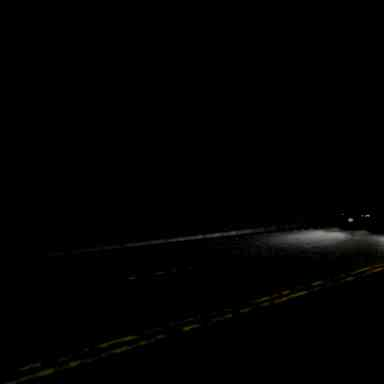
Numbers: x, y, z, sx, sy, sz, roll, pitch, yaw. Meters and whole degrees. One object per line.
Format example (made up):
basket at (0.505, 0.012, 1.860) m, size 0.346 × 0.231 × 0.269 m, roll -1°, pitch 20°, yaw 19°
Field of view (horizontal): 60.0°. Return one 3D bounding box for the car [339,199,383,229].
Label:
car at (10.429, 1.191, 19.188) m, size 4.902 × 1.511 × 2.128 m, roll -1°, pitch 1°, yaw -36°
